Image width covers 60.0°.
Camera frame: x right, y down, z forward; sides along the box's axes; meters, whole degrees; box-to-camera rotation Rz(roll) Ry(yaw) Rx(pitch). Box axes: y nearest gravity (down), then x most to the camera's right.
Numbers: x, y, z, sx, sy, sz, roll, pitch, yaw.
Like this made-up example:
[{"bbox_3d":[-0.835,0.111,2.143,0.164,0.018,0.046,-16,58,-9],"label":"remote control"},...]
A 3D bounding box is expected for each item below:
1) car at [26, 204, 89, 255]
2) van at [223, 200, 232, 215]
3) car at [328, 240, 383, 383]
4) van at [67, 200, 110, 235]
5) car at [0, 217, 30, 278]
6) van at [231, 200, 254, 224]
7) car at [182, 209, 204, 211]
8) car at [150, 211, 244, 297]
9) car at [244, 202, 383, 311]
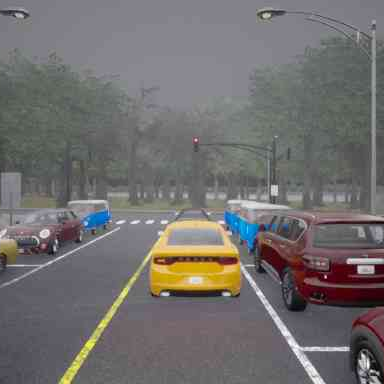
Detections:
[{"bbox_3d":[-5.773,1.441,13.092,1.967,1.590,4.097,0,0,0],"label":"car"},{"bbox_3d":[2.747,1.343,18.536,1.690,1.788,3.998,0,0,0],"label":"van"},{"bbox_3d":[2.760,1.440,2.223,1.967,1.590,4.097,0,0,0],"label":"car"},{"bbox_3d":[-5.778,1.343,18.530,1.690,1.788,3.998,0,0,0],"label":"van"},{"bbox_3d":[-5.769,1.526,7.484,1.752,1.417,4.829,0,0,0],"label":"car"},{"bbox_3d":[2.752,1.342,13.098,1.690,1.788,3.998,0,0,0],"label":"van"},{"bbox_3d":[0.046,1.566,17.538,1.994,1.385,4.181,0,0,0],"label":"car"},{"bbox_3d":[0.080,1.478,8.616,1.882,1.535,5.008,0,0,0],"label":"car"},{"bbox_3d":[2.756,1.315,7.661,2.192,1.841,5.009,0,0,0],"label":"car"}]
